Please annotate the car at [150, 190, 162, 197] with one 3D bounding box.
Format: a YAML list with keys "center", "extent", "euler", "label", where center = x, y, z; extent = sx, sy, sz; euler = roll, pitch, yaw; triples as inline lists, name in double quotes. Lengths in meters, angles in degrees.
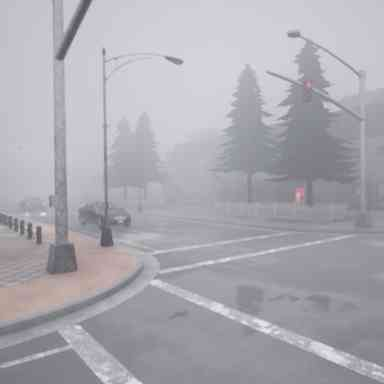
- center: [-7.798, 0.395, 83.301]
  extent: [1.932, 1.855, 4.605]
  euler: [-1, 1, -37]
  label: "car"

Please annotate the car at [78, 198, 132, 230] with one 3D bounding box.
- center: [-5.453, 1.379, 20.481]
  extent: [2.128, 1.511, 4.902]
  euler: [-1, 1, -37]
  label: "car"

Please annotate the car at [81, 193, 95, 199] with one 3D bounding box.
- center: [-22.784, 0.988, 72.323]
  extent: [1.845, 1.501, 3.633]
  euler: [-1, 1, -37]
  label: "car"

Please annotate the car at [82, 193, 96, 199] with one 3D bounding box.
- center: [-24.823, 0.950, 80.055]
  extent: [1.970, 1.475, 3.806]
  euler: [-1, 1, -37]
  label: "car"

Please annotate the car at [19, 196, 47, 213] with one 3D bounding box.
- center: [-17.480, 1.248, 36.434]
  extent: [2.097, 1.767, 4.553]
  euler: [-1, 1, -37]
  label: "car"
